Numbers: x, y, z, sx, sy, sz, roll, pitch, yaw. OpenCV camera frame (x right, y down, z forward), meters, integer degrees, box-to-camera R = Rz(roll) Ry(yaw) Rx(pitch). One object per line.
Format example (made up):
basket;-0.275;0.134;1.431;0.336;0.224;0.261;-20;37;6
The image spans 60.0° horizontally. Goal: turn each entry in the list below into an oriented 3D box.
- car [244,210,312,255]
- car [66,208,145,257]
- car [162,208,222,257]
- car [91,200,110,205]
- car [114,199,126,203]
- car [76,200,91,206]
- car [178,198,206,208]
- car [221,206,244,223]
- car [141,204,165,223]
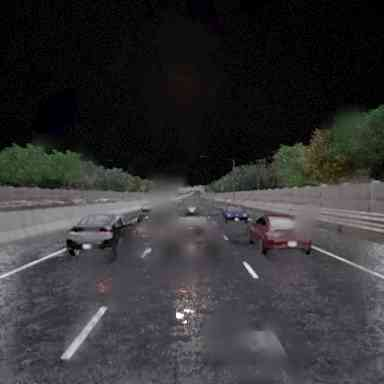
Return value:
car;3.527;1.661;13.915;1.812;1.442;4.674;0;0;1
car;-3.477;1.625;13.511;2.128;1.511;4.902;0;0;0
car;0.024;1.639;13.516;1.837;1.490;4.892;0;0;1
car;-17.494;2.254;64.696;1.895;1.301;4.718;0;-1;0
car;-14.001;2.158;64.798;1.837;1.490;4.892;0;0;0
car;-20.992;2.209;64.563;1.994;1.385;4.181;0;-1;0
car;0.015;1.497;27.605;2.150;2.045;5.566;0;0;0
car;3.522;1.879;28.245;1.895;1.301;4.718;0;-1;0
car;-3.475;1.788;28.510;1.837;1.490;4.892;0;0;1
